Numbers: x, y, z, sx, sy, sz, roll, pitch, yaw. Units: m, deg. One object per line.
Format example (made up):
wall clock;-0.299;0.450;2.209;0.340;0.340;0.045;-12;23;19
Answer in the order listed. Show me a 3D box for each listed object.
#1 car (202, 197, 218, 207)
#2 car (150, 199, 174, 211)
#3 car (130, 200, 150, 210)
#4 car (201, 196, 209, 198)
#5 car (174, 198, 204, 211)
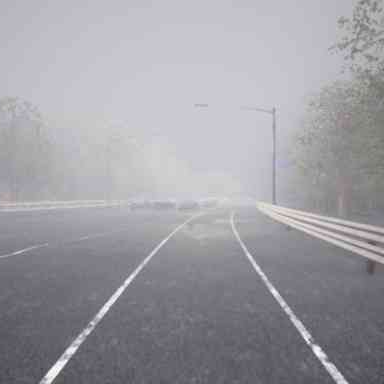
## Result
car;3.375;2.036;59.674;1.994;1.385;4.181;0;-1;14
car;-3.663;1.740;45.320;1.882;1.535;5.008;0;-1;14
car;-7.057;1.777;46.189;1.812;1.442;4.674;0;-1;14
car;3.621;2.061;90.656;2.150;2.045;5.566;0;-1;14
car;-0.301;1.820;44.412;2.033;1.411;5.357;0;-1;13
